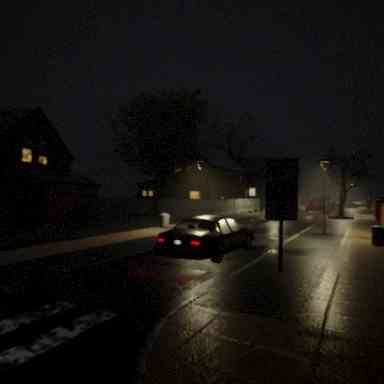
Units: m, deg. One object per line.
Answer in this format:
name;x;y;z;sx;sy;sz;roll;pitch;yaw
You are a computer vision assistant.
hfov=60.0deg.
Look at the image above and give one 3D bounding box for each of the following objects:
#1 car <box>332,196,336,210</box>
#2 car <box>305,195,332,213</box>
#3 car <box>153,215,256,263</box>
car;19.250;1.423;47.778;2.150;2.045;5.566;1;0;27
car;14.627;1.504;38.768;2.097;1.767;4.553;1;0;28
car;0.715;1.551;12.080;2.033;1.411;5.357;1;0;27
